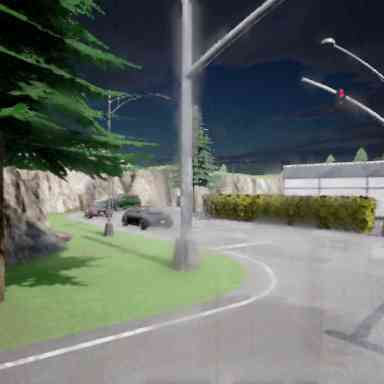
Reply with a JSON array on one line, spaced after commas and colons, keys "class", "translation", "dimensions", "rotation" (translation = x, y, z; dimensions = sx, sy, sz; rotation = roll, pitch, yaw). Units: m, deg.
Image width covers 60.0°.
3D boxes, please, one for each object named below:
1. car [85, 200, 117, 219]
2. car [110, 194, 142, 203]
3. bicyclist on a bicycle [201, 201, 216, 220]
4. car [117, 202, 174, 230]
[{"class": "car", "translation": [-8.347, 1.605, 29.647], "dimensions": [1.994, 1.385, 4.181], "rotation": [0, 0, -25]}, {"class": "car", "translation": [-8.450, 1.289, 40.329], "dimensions": [2.150, 2.045, 5.566], "rotation": [0, 0, 32]}, {"class": "bicyclist on a bicycle", "translation": [1.380, 1.527, 27.479], "dimensions": [1.656, 1.620, 0.582], "rotation": [0, 0, -36]}, {"class": "car", "translation": [-2.902, 1.606, 21.439], "dimensions": [1.994, 1.385, 4.181], "rotation": [0, 0, -35]}]
